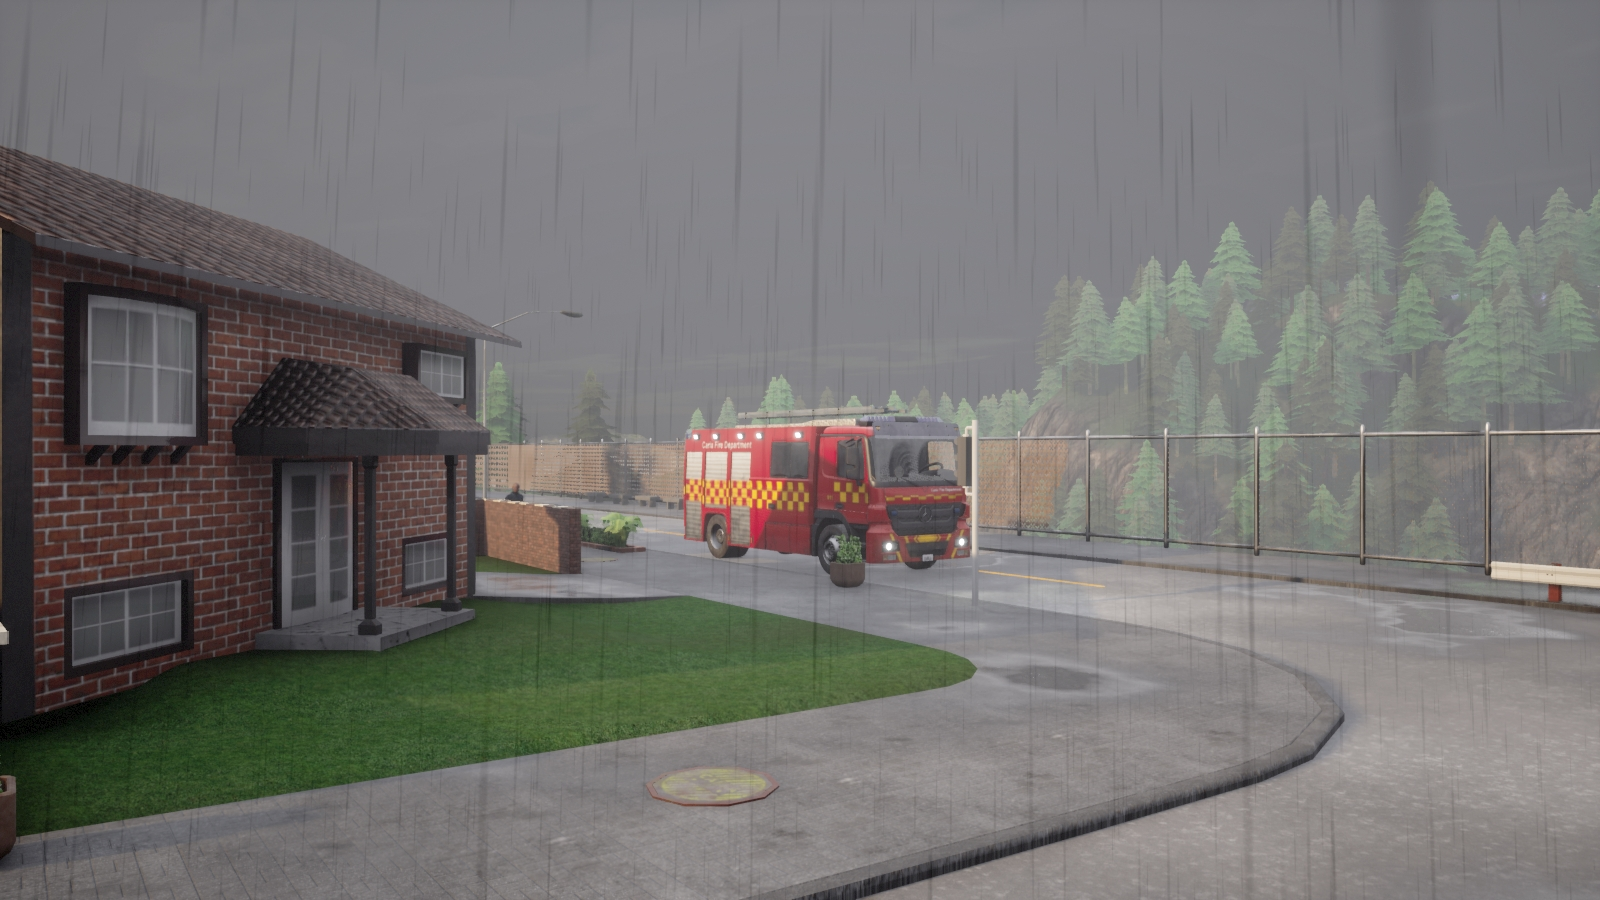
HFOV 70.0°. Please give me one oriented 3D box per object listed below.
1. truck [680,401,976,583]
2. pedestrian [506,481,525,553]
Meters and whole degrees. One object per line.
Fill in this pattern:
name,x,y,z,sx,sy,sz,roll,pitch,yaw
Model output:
truck,0.353,0.890,28.322,2.891,3.827,8.468,0,0,-35
pedestrian,-7.464,1.745,29.985,0.375,1.860,0.375,0,0,-37
